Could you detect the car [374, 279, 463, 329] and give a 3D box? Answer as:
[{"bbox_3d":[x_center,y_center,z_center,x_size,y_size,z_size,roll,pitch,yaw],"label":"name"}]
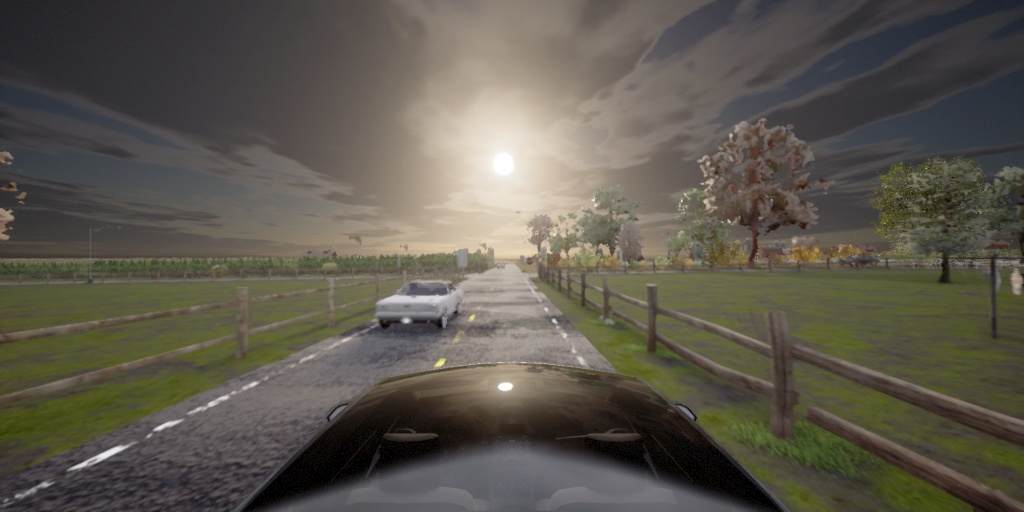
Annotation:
[{"bbox_3d":[-2.850,1.474,11.920,1.895,1.301,4.718,0,-1,0],"label":"car"}]
